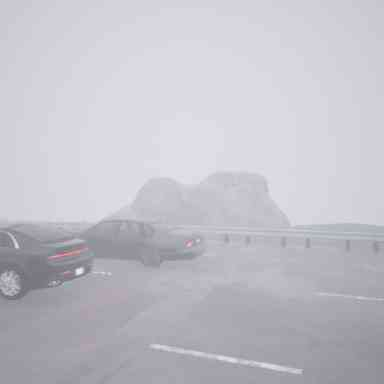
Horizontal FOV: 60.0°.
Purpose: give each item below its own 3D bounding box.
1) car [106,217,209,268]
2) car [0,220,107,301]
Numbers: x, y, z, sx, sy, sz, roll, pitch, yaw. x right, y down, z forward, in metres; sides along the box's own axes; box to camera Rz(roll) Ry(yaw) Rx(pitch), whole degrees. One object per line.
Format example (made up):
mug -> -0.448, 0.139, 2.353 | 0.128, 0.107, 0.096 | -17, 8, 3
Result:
car -> -2.182, 1.544, 10.990 | 5.357, 1.411, 2.033 | 0, 0, 18
car -> -4.774, 1.502, 8.124 | 4.892, 1.490, 1.837 | 0, 0, 18
